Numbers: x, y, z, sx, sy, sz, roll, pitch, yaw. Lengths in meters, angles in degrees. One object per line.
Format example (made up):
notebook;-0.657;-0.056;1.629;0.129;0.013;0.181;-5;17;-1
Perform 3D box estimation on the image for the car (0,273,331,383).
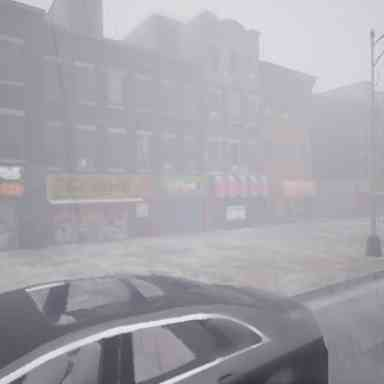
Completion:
car;-1.017;1.491;2.341;4.902;1.511;2.128;0;0;-35
